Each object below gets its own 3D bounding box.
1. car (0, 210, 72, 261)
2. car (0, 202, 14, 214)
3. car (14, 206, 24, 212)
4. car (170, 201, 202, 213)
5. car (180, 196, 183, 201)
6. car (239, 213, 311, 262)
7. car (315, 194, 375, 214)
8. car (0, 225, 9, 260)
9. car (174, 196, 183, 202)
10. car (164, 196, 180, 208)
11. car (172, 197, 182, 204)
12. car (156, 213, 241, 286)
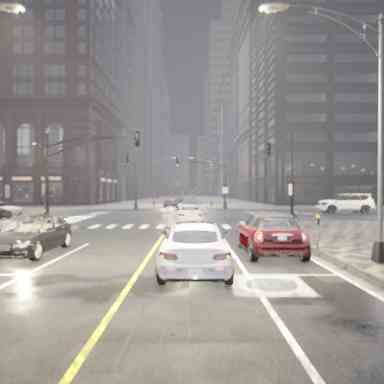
[{"bbox_3d":[-5.769,1.552,12.074,2.008,1.369,4.403,0,0,0],"label":"car"},{"bbox_3d":[-17.643,1.548,26.904,5.008,1.535,1.882,0,0,-1],"label":"car"},{"bbox_3d":[-17.652,1.580,30.157,4.674,1.442,1.812,0,0,3],"label":"car"},{"bbox_3d":[-0.293,1.543,22.256,1.812,1.442,4.674,0,0,-6],"label":"car"},{"bbox_3d":[-3.081,1.534,57.538,1.837,1.490,4.892,0,0,0],"label":"car"},{"bbox_3d":[2.756,1.441,12.077,1.967,1.590,4.097,0,0,0],"label":"car"},{"bbox_3d":[15.484,1.179,33.689,5.566,2.045,2.150,0,0,0],"label":"car"},{"bbox_3d":[-5.767,1.566,6.437,1.947,1.339,4.313,0,0,0],"label":"car"},{"bbox_3d":[-3.097,1.611,77.279,1.994,1.385,4.181,0,0,0],"label":"car"},{"bbox_3d":[-3.054,1.546,48.364,1.812,1.442,4.674,0,0,0],"label":"car"},{"bbox_3d":[-3.055,1.642,67.368,1.895,1.301,4.718,0,0,0],"label":"car"},{"bbox_3d":[0.079,1.527,9.283,1.812,1.442,4.674,0,0,0],"label":"car"}]
